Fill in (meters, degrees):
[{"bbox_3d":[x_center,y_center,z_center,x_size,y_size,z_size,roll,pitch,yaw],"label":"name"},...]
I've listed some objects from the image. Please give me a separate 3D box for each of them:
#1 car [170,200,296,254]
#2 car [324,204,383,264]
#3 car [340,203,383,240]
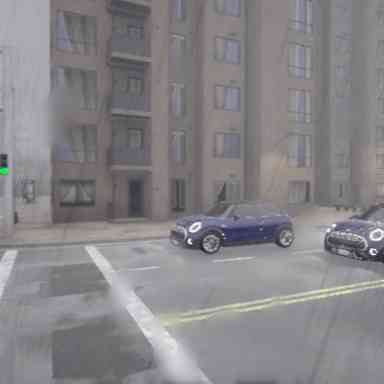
[{"bbox_3d":[1.503,1.117,12.252,4.553,1.767,2.097,0,1,-24],"label":"car"},{"bbox_3d":[6.475,1.160,10.638,4.553,1.767,2.097,0,1,-24],"label":"car"},{"bbox_3d":[9.369,1.281,15.779,4.181,1.385,1.994,0,1,-24],"label":"car"}]
